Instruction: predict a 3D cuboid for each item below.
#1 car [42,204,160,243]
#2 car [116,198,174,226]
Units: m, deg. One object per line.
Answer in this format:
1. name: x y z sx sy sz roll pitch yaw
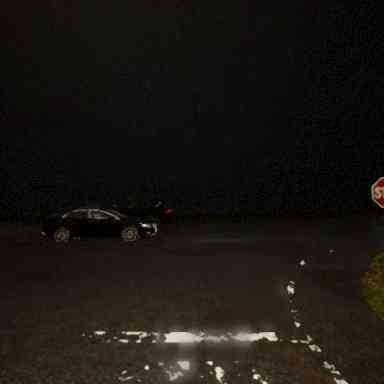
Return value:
1. car: -4.097 1.450 14.919 4.902 1.511 2.128 0 -2 0
2. car: -4.001 1.420 21.910 5.566 2.045 2.150 0 -2 0
